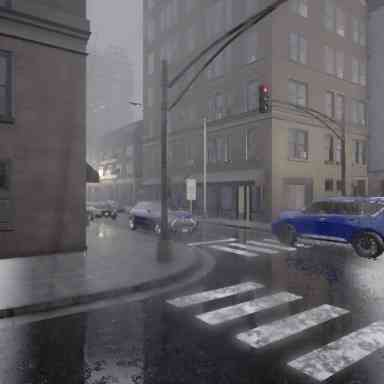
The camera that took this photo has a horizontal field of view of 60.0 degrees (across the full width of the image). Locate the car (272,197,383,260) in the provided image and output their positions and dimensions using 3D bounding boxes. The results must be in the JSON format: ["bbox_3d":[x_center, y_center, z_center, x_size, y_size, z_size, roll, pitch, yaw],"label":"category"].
[{"bbox_3d":[5.707,1.199,12.775,2.150,2.045,5.566,0,0,-36],"label":"car"}]

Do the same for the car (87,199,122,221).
[{"bbox_3d":[-7.436,1.428,26.073,1.994,1.385,4.181,0,0,-35],"label":"car"}]

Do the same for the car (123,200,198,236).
[{"bbox_3d":[-1.640,1.269,17.967,2.097,1.767,4.553,0,0,-36],"label":"car"}]
